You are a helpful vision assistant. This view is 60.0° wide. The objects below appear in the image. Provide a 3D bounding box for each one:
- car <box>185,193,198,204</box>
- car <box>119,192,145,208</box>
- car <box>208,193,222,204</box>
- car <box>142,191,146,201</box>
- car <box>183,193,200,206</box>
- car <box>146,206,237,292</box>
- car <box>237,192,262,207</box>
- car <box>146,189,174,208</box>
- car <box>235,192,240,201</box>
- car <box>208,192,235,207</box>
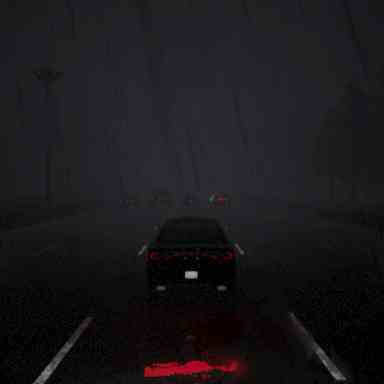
[{"bbox_3d":[-0.101,0.855,49.506,1.837,1.490,4.892,0,1,0],"label":"car"},{"bbox_3d":[-7.082,1.041,38.501,2.033,1.411,5.357,0,1,0],"label":"car"},{"bbox_3d":[3.398,0.879,49.343,1.812,1.442,4.674,0,1,0],"label":"car"},{"bbox_3d":[-7.103,0.705,49.261,2.097,1.767,4.553,0,1,0],"label":"car"},{"bbox_3d":[-0.079,1.045,39.500,1.994,1.385,4.181,0,1,0],"label":"car"},{"bbox_3d":[-0.017,1.362,8.687,1.882,1.535,5.008,0,1,0],"label":"car"},{"bbox_3d":[6.919,1.048,39.308,1.994,1.385,4.181,0,1,0],"label":"car"},{"bbox_3d":[-3.582,0.715,38.553,2.150,2.045,5.566,0,1,0],"label":"car"},{"bbox_3d":[6.898,0.706,49.279,2.097,1.767,4.553,0,1,0],"label":"car"},{"bbox_3d":[3.421,0.978,39.128,2.128,1.511,4.902,0,1,0],"label":"car"}]
